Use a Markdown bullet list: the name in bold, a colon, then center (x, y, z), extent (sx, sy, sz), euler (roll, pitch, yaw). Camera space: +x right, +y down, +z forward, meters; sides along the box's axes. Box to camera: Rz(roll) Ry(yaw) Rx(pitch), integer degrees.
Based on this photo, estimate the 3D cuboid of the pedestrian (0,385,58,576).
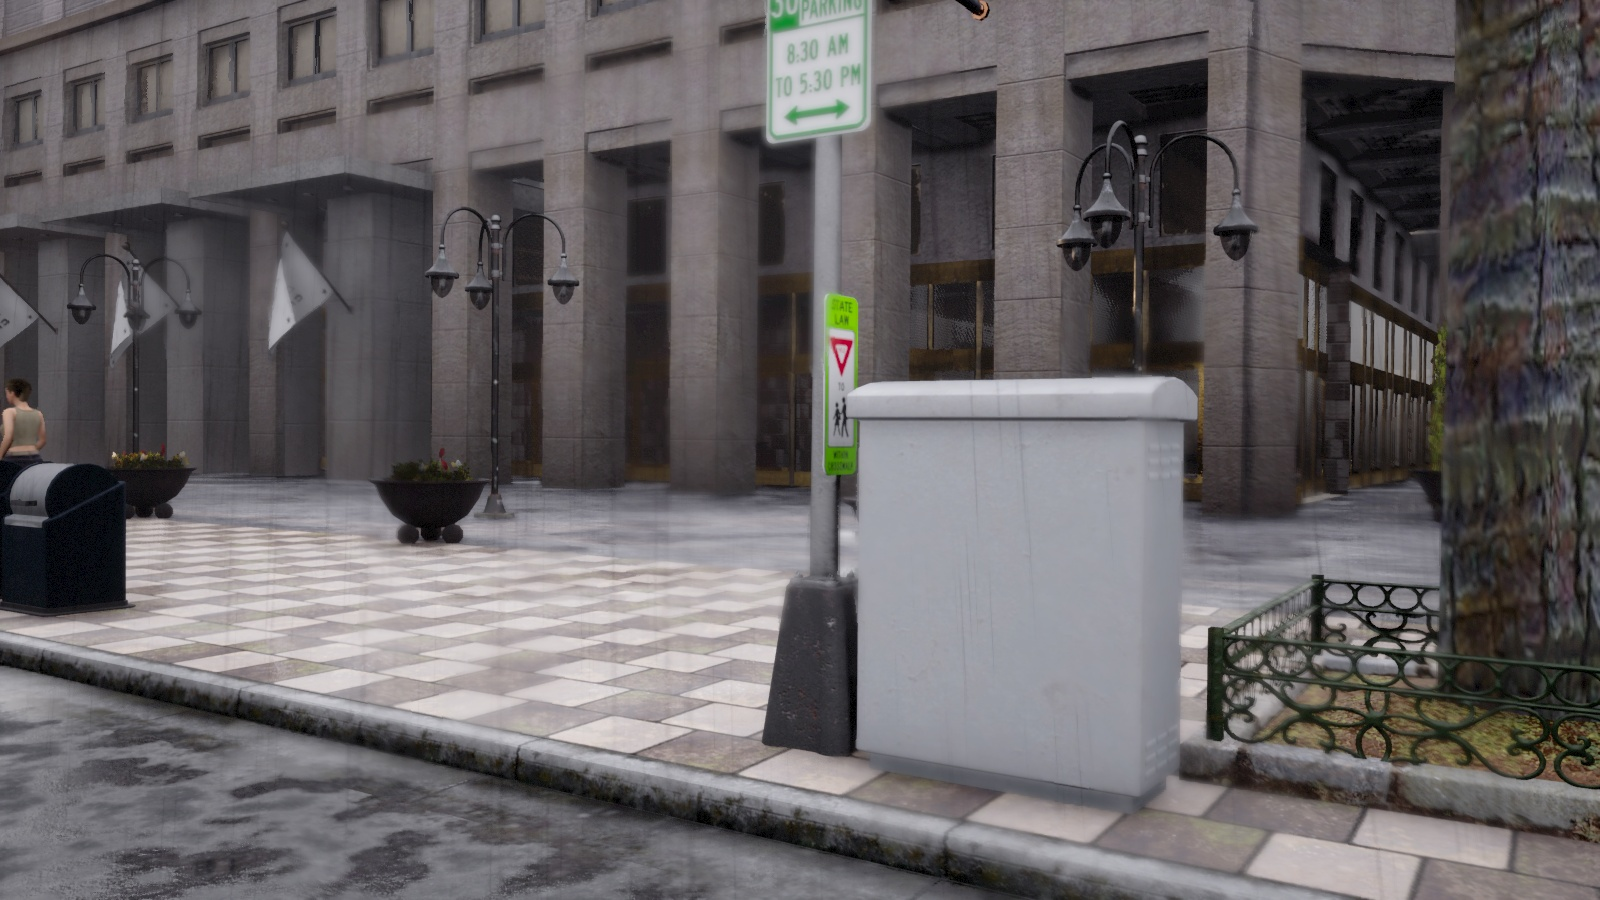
- **pedestrian**: center (-7.673, 0.289, 12.327), extent (0.594, 1.836, 0.345), euler (0, 1, 22)
